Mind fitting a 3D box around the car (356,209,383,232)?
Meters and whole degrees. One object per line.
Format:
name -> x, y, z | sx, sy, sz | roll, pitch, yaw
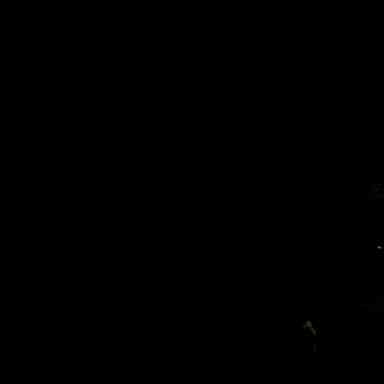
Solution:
car -> 10.058, 1.653, 17.252 | 1.837, 1.490, 4.892 | -3, -2, 8
